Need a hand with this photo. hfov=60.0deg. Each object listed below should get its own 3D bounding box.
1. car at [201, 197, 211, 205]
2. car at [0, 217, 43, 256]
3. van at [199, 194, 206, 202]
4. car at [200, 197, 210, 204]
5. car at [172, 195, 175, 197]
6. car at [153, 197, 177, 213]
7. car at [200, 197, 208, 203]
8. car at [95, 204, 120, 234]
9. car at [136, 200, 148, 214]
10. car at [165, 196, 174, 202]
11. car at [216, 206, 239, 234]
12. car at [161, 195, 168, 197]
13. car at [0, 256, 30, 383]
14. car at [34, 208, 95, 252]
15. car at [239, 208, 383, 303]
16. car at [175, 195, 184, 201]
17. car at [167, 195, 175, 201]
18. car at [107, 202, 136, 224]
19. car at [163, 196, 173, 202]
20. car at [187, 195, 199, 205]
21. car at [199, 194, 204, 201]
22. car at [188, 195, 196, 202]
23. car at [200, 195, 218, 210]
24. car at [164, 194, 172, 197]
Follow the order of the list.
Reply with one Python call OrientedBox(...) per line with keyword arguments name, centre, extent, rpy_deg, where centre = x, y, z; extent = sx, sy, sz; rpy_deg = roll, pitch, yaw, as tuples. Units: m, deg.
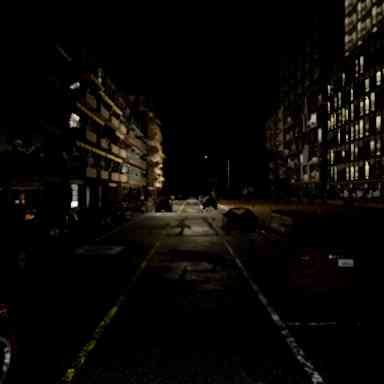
OrientedBox(name="car", centre=(2.679, 1.627, 63.626), extent=(1.752, 1.417, 4.829), rpy_deg=(0, 0, 0))
OrientedBox(name="car", centre=(-5.696, 1.554, 8.188), extent=(1.887, 1.381, 4.507), rpy_deg=(0, 0, 0))
OrientedBox(name="van", centre=(2.676, 1.498, 85.563), extent=(1.690, 1.788, 3.998), rpy_deg=(0, 0, 0))
OrientedBox(name="car", centre=(2.679, 1.696, 68.983), extent=(1.802, 1.307, 4.206), rpy_deg=(0, 0, 0))
OrientedBox(name="car", centre=(-5.704, 1.443, 74.509), extent=(2.192, 1.841, 5.009), rpy_deg=(0, 0, 0))
OrientedBox(name="car", centre=(-3.100, 1.596, 38.006), extent=(2.033, 1.411, 5.357), rpy_deg=(0, 0, 0))
OrientedBox(name="car", centre=(2.678, 1.710, 74.509), extent=(1.802, 1.307, 4.206), rpy_deg=(0, 0, 0))
OrientedBox(name="car", centre=(-5.697, 1.604, 19.243), extent=(1.802, 1.307, 4.206), rpy_deg=(0, 0, 0))
OrientedBox(name="car", centre=(-5.698, 1.570, 35.653), extent=(1.752, 1.417, 4.829), rpy_deg=(0, 0, 0))
OrientedBox(name="car", centre=(-5.703, 1.708, 85.562), extent=(2.008, 1.369, 4.403), rpy_deg=(0, 0, 0))
OrientedBox(name="car", centre=(2.683, 1.566, 19.243), extent=(1.887, 1.381, 4.507), rpy_deg=(0, 0, 0))
OrientedBox(name="car", centre=(-5.700, 1.633, 57.929), extent=(1.887, 1.381, 4.507), rpy_deg=(0, 0, 0))
OrientedBox(name="car", centre=(-3.085, 1.566, 2.297), extent=(1.994, 1.385, 4.181), rpy_deg=(0, 0, 0))
OrientedBox(name="car", centre=(-5.697, 1.455, 13.716), extent=(1.967, 1.590, 4.097), rpy_deg=(0, 0, 0))
OrientedBox(name="car", centre=(2.683, 1.324, 8.189), extent=(2.192, 1.841, 5.009), rpy_deg=(0, 0, 0))
OrientedBox(name="car", centre=(-3.006, 1.307, 79.240), extent=(1.994, 1.385, 4.181), rpy_deg=(0, 0, 0))
OrientedBox(name="car", centre=(-5.704, 1.613, 91.088), extent=(1.967, 1.590, 4.097), rpy_deg=(0, 0, 0))
OrientedBox(name="car", centre=(-5.698, 1.469, 24.769), extent=(1.967, 1.590, 4.097), rpy_deg=(0, 0, 0))
OrientedBox(name="car", centre=(-5.702, 1.693, 80.036), extent=(2.008, 1.369, 4.403), rpy_deg=(0, 0, 0))
OrientedBox(name="car", centre=(-0.005, 1.701, 62.933), extent=(1.895, 1.301, 4.718), rpy_deg=(0, 0, 0))
OrientedBox(name="car", centre=(2.679, 1.528, 57.929), extent=(1.967, 1.590, 4.097), rpy_deg=(0, 0, 0))
OrientedBox(name="car", centre=(-0.005, 1.460, 79.877), extent=(1.882, 1.535, 5.008), rpy_deg=(0, 0, 0))
OrientedBox(name="car", centre=(2.351, 1.564, 44.347), extent=(1.837, 1.490, 4.892), rpy_deg=(0, 0, 0))
OrientedBox(name="car", centre=(-5.702, 1.639, 68.813), extent=(1.752, 1.417, 4.829), rpy_deg=(0, 0, 0))
